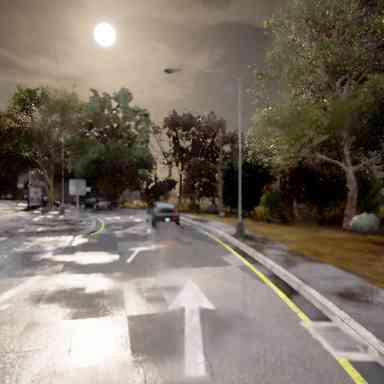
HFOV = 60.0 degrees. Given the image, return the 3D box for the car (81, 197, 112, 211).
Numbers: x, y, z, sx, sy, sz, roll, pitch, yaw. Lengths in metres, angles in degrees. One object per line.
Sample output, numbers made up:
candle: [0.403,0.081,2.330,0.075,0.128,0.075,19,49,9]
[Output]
car: [-11.255,1.344,38.949,2.128,1.511,4.902,0,0,-43]

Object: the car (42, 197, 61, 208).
car: [-18.619,1.292,42.125,5.357,1.411,2.033,2,1,40]

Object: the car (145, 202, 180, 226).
car: [-2.106,1.447,23.203,1.837,1.490,4.892,0,1,-14]
